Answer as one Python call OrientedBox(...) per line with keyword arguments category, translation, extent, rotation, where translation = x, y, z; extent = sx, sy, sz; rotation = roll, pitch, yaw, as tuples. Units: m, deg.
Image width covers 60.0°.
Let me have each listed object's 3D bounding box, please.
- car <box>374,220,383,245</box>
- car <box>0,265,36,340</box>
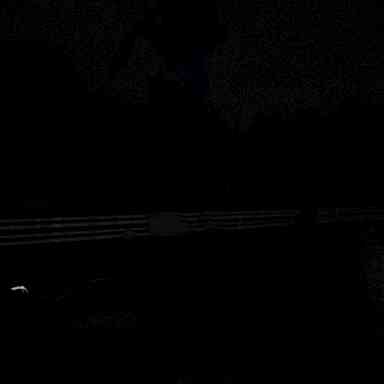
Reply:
OrientedBox(category="car", translation=(10.204, 1.617, 14.960), extent=(5.008, 1.535, 1.882), rotation=(1, 0, -34))
OrientedBox(category="car", translation=(-4.747, 1.510, 4.634), extent=(4.674, 1.442, 1.812), rotation=(1, 0, -35))
